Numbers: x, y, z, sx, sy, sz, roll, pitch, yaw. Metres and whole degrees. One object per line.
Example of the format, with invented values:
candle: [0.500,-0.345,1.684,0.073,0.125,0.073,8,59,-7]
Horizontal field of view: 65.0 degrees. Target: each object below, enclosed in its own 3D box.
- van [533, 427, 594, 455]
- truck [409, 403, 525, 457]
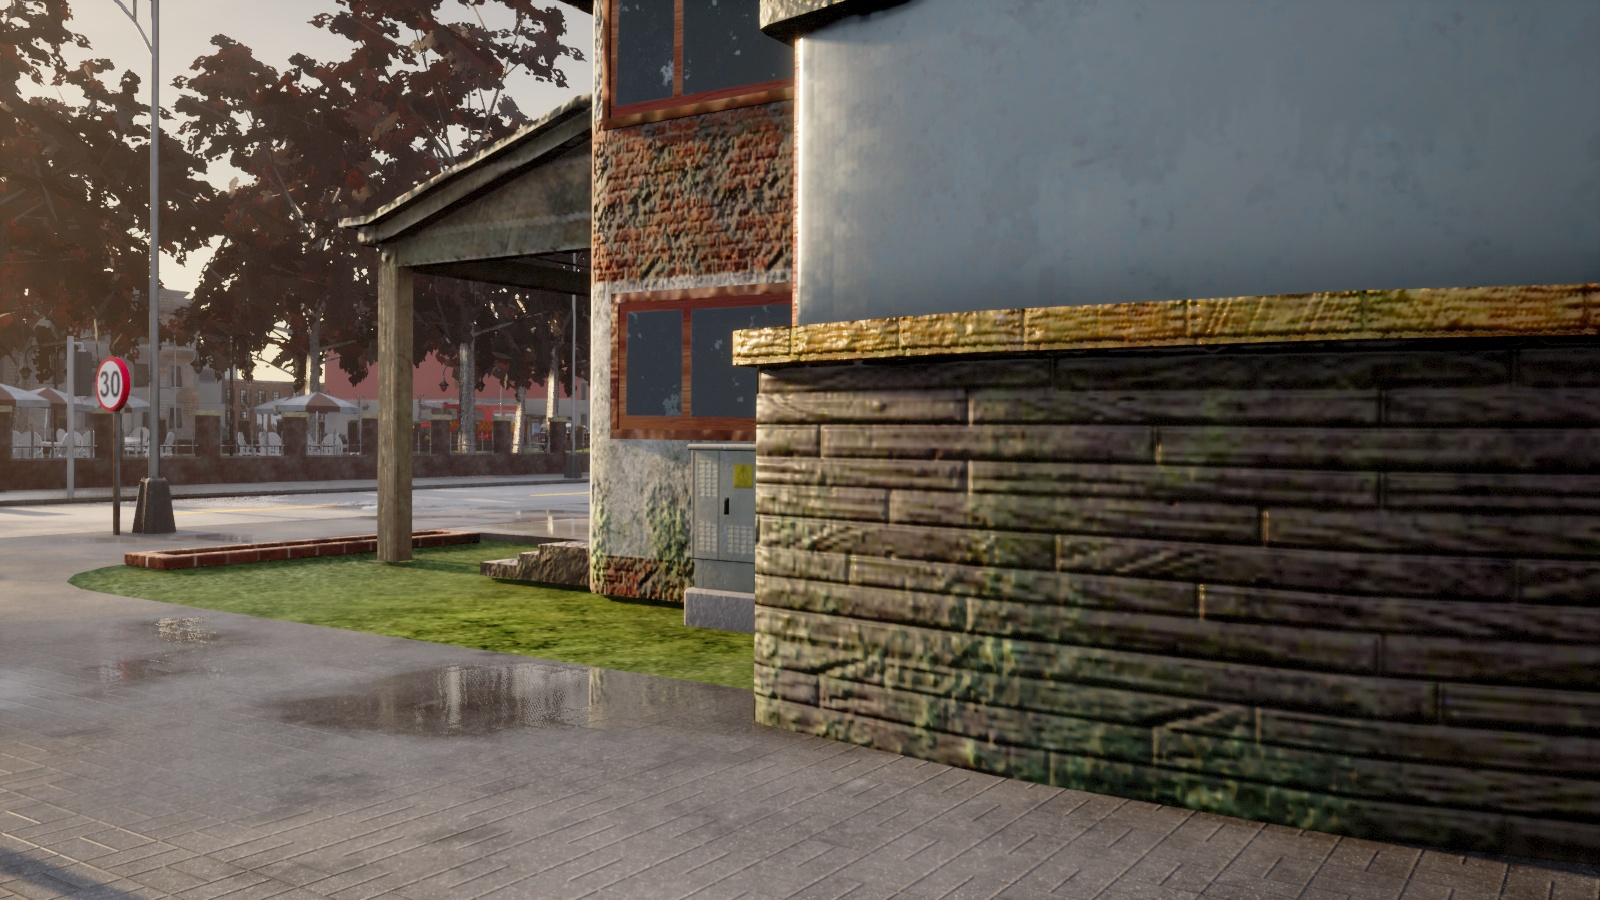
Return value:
van: [-18.045,-0.693,96.037,2.069,2.038,4.480,0,1,34]
truck: [-24.621,-1.485,93.337,2.891,3.827,8.468,0,1,33]
